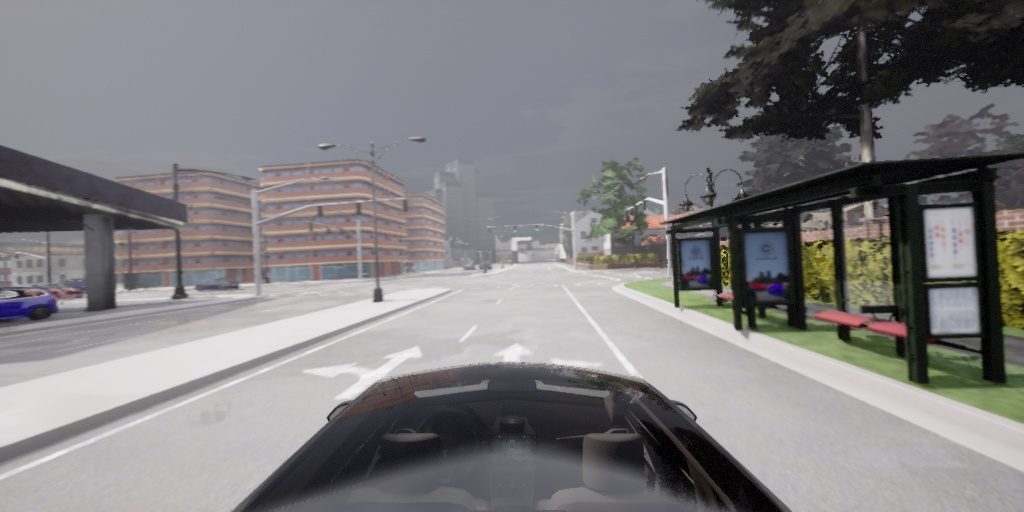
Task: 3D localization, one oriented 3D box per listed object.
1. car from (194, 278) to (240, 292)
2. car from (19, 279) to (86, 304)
[{"bbox_3d":[-33.175,3.238,40.351,4.181,1.385,1.994,-3,-1,4],"label":"car"},{"bbox_3d":[-48.051,3.693,37.707,4.553,1.767,2.097,-3,-1,4],"label":"car"}]
